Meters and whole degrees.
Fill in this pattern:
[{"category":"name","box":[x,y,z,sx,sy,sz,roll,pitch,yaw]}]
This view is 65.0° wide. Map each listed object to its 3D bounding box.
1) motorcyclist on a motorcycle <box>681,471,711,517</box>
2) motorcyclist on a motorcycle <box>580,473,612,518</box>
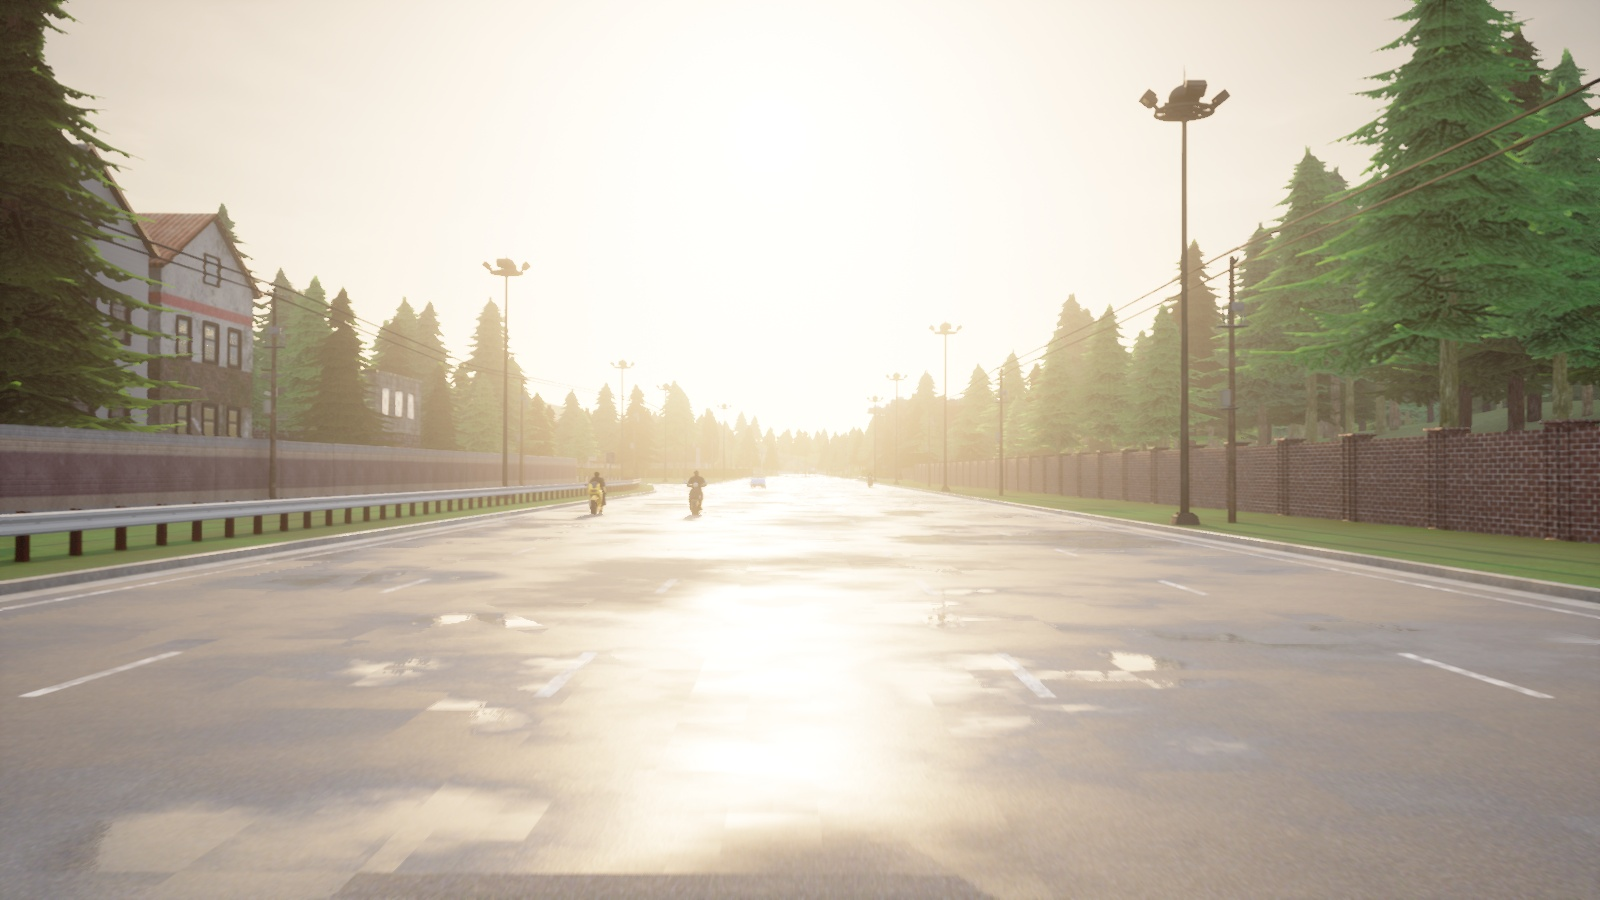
[{"category":"motorcyclist on a motorcycle","box":[-3.605,1.512,43.613,0.866,1.590,1.817,0,-1,0]},{"category":"motorcyclist on a motorcycle","box":[-7.106,1.560,43.885,0.797,1.523,2.044,0,-1,0]}]
